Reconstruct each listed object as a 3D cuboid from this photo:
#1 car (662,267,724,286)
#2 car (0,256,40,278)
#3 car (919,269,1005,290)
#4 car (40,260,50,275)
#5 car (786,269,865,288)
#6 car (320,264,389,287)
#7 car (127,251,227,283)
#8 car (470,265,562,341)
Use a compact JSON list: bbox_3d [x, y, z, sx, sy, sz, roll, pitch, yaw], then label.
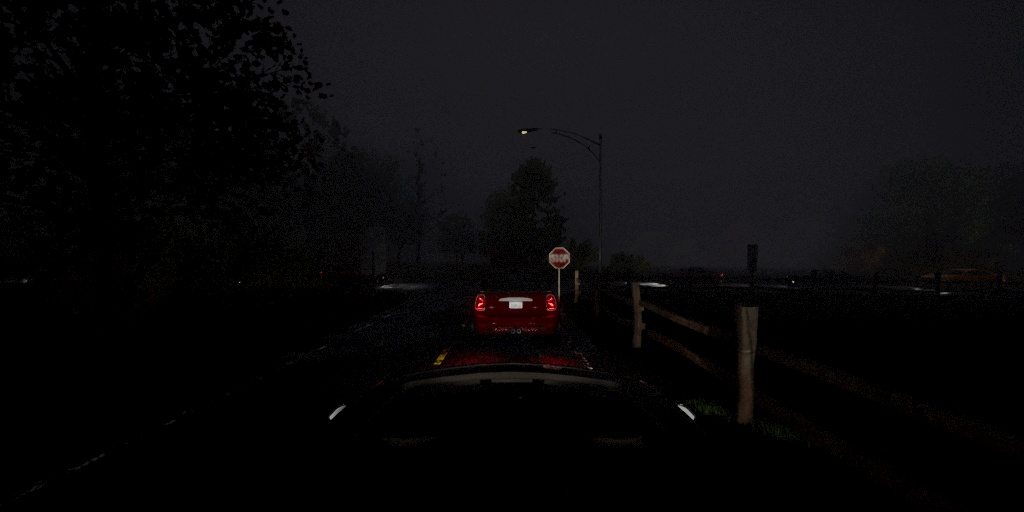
[{"bbox_3d":[13.613,1.495,27.111,4.181,1.385,1.994,1,1,-1],"label":"car"},{"bbox_3d":[-35.329,0.649,23.924,4.553,1.767,2.097,1,1,0],"label":"car"},{"bbox_3d":[33.948,1.700,27.120,5.008,1.535,1.882,1,1,0],"label":"car"},{"bbox_3d":[-37.687,0.724,26.853,4.892,1.490,1.837,1,1,0],"label":"car"},{"bbox_3d":[23.483,1.673,27.118,4.718,1.301,1.895,1,1,0],"label":"car"},{"bbox_3d":[-10.348,1.209,23.610,4.181,1.385,1.994,1,1,8],"label":"car"},{"bbox_3d":[-22.292,0.688,24.002,5.566,2.045,2.150,2,1,0],"label":"car"},{"bbox_3d":[0.081,1.099,10.015,2.097,1.767,4.553,0,0,0],"label":"car"}]
